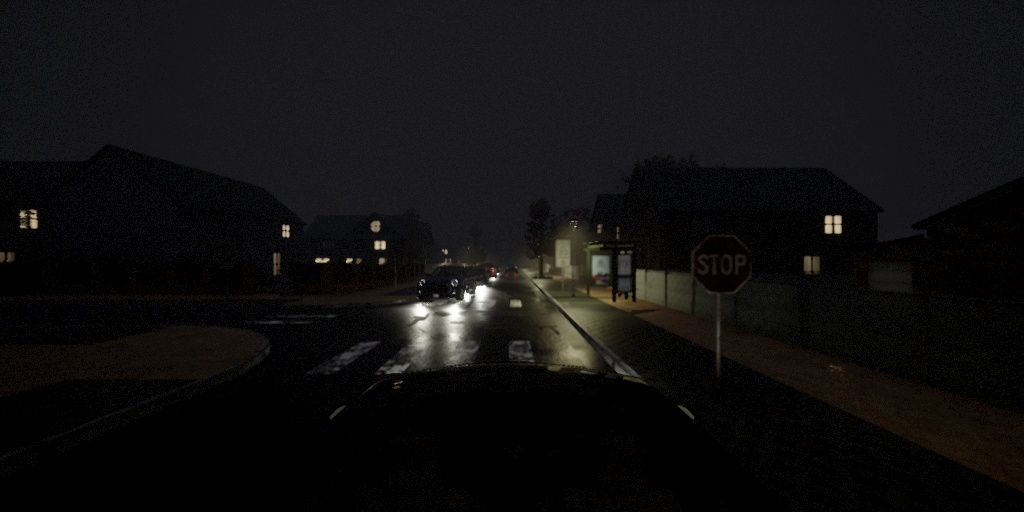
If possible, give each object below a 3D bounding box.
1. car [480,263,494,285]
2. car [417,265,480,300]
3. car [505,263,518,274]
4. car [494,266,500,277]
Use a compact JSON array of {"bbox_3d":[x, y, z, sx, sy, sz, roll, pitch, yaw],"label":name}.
[{"bbox_3d":[-2.903,1.558,30.038,2.128,1.511,4.902,0,-1,0],"label":"car"},{"bbox_3d":[-3.303,1.278,18.804,2.097,1.767,4.553,0,-1,5],"label":"car"},{"bbox_3d":[-0.099,1.951,53.846,1.812,1.442,4.674,0,-1,0],"label":"car"},{"bbox_3d":[-2.918,1.600,42.559,2.097,1.767,4.553,0,-1,0],"label":"car"}]
